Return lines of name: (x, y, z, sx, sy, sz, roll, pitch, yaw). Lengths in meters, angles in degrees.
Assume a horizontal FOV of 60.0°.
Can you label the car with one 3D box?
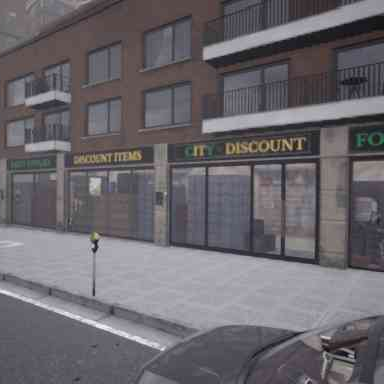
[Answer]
car: (1.463, 1.551, 2.029, 4.403, 1.369, 2.008, 0, 1, 35)
